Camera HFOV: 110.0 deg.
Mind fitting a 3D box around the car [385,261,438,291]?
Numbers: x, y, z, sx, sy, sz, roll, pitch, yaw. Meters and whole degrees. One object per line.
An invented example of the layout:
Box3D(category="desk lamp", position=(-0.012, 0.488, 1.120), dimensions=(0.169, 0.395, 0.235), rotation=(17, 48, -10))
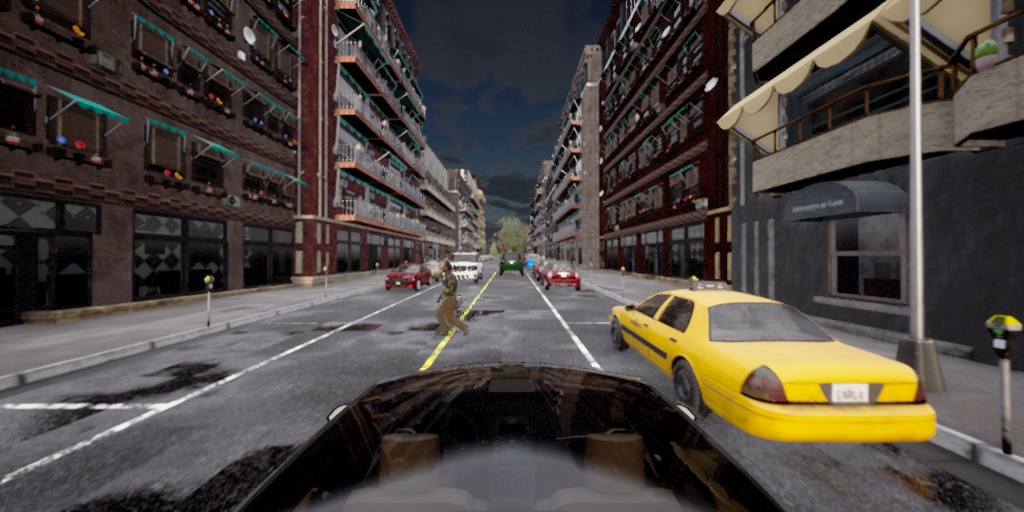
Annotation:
Box3D(category="car", position=(-5.750, 1.107, 20.327), dimensions=(1.888, 1.381, 4.507), rotation=(0, 0, 0))

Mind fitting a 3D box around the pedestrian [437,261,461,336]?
Box3D(category="pedestrian", position=(-1.486, 0.975, 8.497), dimensions=(0.375, 1.860, 0.375), rotation=(1, 0, -3))

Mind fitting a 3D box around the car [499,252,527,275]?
Box3D(category="car", position=(-0.016, 0.655, 33.270), dimensions=(2.150, 2.045, 5.566), rotation=(0, 1, 0))

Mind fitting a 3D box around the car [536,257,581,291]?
Box3D(category="car", position=(2.631, 1.002, 20.315), dimensions=(1.967, 1.591, 4.097), rotation=(0, 0, 0))

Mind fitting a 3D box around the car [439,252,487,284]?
Box3D(category="car", position=(-3.170, 0.742, 24.455), dimensions=(2.150, 2.045, 5.566), rotation=(0, 1, 0))

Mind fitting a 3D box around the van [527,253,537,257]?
Box3D(category="van", position=(2.554, 0.677, 42.960), dimensions=(1.690, 1.789, 3.998), rotation=(0, 0, 0))

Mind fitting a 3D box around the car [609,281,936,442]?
Box3D(category="car", position=(2.989, 1.165, 5.741), dimensions=(1.801, 1.575, 5.366), rotation=(0, 1, 0))

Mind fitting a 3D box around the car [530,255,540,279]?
Box3D(category="car", position=(2.612, 0.945, 25.975), dimensions=(1.967, 1.591, 4.097), rotation=(0, 0, 0))

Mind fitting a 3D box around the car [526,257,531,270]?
Box3D(category="car", position=(2.593, 0.999, 31.637), dimensions=(2.007, 1.370, 4.403), rotation=(0, 0, 0))
